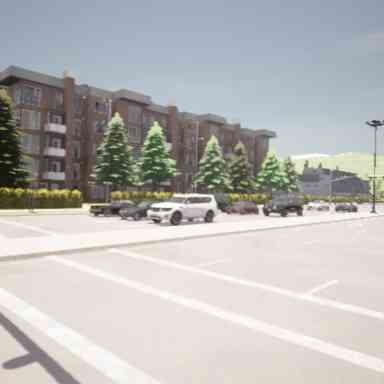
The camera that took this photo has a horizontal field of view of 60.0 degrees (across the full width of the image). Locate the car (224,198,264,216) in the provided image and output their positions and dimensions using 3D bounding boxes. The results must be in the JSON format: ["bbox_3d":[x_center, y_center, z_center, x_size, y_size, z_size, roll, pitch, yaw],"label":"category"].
[{"bbox_3d":[5.227,1.661,34.585,1.994,1.385,4.181,2,0,44],"label":"car"}]

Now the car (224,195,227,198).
[{"bbox_3d":[1.755,1.213,36.010,2.150,2.045,5.566,2,0,44],"label":"car"}]

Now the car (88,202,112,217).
[{"bbox_3d":[-6.155,1.369,27.790,1.895,1.301,4.718,2,0,44],"label":"car"}]

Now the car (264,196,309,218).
[{"bbox_3d":[9.371,1.446,33.836,2.150,2.045,5.566,2,0,44],"label":"car"}]

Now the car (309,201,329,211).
[{"bbox_3d":[18.204,1.990,47.974,1.812,1.442,4.674,2,0,44],"label":"car"}]

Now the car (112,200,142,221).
[{"bbox_3d":[-3.416,1.379,25.589,1.812,1.442,4.674,2,0,44],"label":"car"}]

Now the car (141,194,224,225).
[{"bbox_3d":[-0.499,1.166,23.565,2.150,2.045,5.566,2,0,44],"label":"car"}]

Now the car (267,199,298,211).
[{"bbox_3d":[12.952,1.799,47.608,2.128,1.511,4.902,2,0,44],"label":"car"}]

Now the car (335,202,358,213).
[{"bbox_3d":[21.582,2.144,46.425,1.994,1.385,4.181,2,0,44],"label":"car"}]
